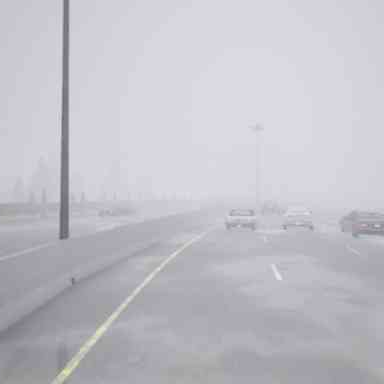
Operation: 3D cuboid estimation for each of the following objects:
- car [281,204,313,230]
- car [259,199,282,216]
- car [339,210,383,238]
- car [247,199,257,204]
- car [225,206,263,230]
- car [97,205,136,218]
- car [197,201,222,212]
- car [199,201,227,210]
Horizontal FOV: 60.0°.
[{"bbox_3d":[7.240,1.739,22.861,1.812,1.442,4.674,0,-1,16],"label":"car"},{"bbox_3d":[9.347,1.710,37.963,2.097,1.767,4.553,0,-1,25],"label":"car"},{"bbox_3d":[9.638,1.716,18.627,2.033,1.411,5.357,0,-1,14],"label":"car"},{"bbox_3d":[13.047,2.244,68.807,2.128,1.511,4.902,-1,-1,40],"label":"car"},{"bbox_3d":[3.548,1.820,22.751,1.895,1.301,4.718,0,-1,15],"label":"car"},{"bbox_3d":[-7.659,1.968,34.172,1.895,1.301,4.718,0,-1,20],"label":"car"},{"bbox_3d":[2.628,2.064,48.147,1.994,1.385,4.181,-1,-1,30],"label":"car"},{"bbox_3d":[3.034,1.925,41.453,1.837,1.490,4.892,-1,-1,26],"label":"car"}]
